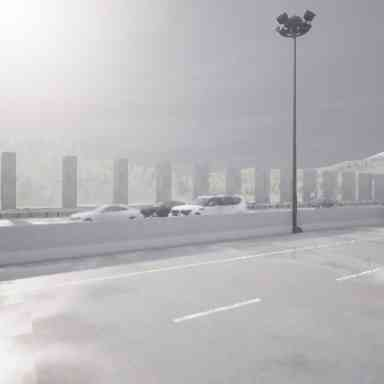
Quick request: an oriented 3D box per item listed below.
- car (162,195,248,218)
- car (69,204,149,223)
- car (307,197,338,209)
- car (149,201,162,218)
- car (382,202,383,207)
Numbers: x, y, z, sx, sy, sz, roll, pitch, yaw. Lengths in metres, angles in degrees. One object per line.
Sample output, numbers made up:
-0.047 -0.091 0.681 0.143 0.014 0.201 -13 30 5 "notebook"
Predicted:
1.199 1.222 21.704 5.566 2.045 2.150 0 0 -34 "car"
-5.421 1.526 21.427 4.674 1.442 1.812 0 0 -34 "car"
17.504 1.507 44.554 4.892 1.490 1.837 1 0 -32 "car"
-2.196 1.477 27.809 5.008 1.535 1.882 0 0 -34 "car"
29.358 1.503 47.861 4.892 1.490 1.837 0 0 -32 "car"
